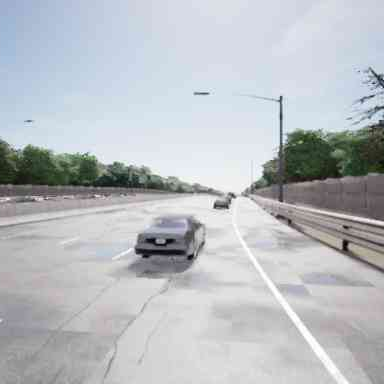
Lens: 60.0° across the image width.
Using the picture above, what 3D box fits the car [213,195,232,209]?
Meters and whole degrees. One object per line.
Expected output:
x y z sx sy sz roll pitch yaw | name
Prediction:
3.923 1.442 43.986 1.994 1.385 4.181 0 0 8 | car

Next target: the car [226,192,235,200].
6.194 1.323 59.851 2.128 1.511 4.902 0 0 8 | car

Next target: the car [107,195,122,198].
-16.776 1.271 72.284 2.033 1.411 5.357 0 0 8 | car

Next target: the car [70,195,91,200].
-19.030 1.258 56.790 1.882 1.535 5.008 0 0 9 | car

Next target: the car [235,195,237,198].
10.461 0.963 89.662 2.150 2.045 5.566 0 0 8 | car

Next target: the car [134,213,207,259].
-0.594 1.506 12.423 2.033 1.411 5.357 0 0 8 | car

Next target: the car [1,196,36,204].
-21.319 1.302 41.074 1.882 1.535 5.008 0 0 8 | car
